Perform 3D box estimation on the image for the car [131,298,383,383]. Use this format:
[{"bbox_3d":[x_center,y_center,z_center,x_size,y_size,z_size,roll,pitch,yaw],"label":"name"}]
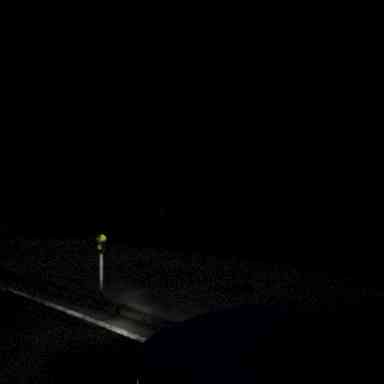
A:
[{"bbox_3d":[1.700,1.489,2.144,5.008,1.535,1.882,0,0,38],"label":"car"}]
